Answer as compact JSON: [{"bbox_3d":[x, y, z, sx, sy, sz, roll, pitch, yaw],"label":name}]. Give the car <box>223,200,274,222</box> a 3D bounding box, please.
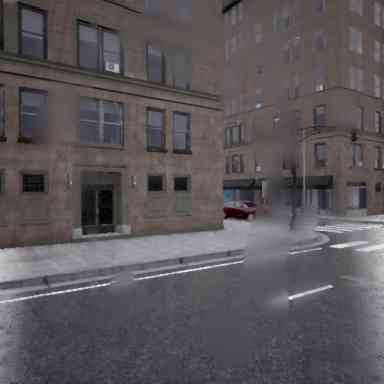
[{"bbox_3d":[4.023,1.411,25.566,1.882,1.535,5.008,-1,1,-35],"label":"car"}]
